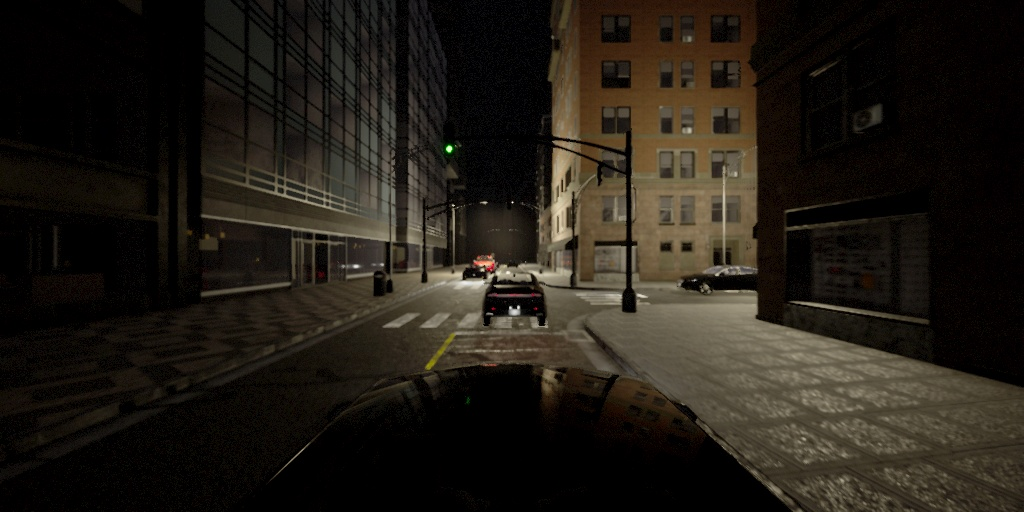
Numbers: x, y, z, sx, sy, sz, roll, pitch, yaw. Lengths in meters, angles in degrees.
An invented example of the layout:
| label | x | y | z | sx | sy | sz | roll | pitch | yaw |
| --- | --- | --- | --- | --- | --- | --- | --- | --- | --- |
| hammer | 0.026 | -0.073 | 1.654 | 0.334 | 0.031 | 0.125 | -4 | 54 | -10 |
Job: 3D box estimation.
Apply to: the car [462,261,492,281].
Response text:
| label | x | y | z | sx | sy | sz | roll | pitch | yaw |
| --- | --- | --- | --- | --- | --- | --- | --- | --- | --- |
| car | -3.104 | 1.370 | 31.106 | 1.994 | 1.385 | 4.181 | 0 | 0 | 0 |

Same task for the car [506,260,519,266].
| label | x | y | z | sx | sy | sz | roll | pitch | yaw |
| --- | --- | --- | --- | --- | --- | --- | --- | --- | --- |
| car | 0.086 | 1.388 | 61.978 | 1.812 | 1.442 | 4.674 | 0 | 0 | 0 |

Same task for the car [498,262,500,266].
| label | x | y | z | sx | sy | sz | roll | pitch | yaw |
| --- | --- | --- | --- | --- | --- | --- | --- | --- | --- |
| car | -3.105 | 1.366 | 50.420 | 1.812 | 1.442 | 4.674 | 0 | 0 | 0 |

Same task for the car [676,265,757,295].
| label | x | y | z | sx | sy | sz | roll | pitch | yaw |
| --- | --- | --- | --- | --- | --- | --- | --- | --- | --- |
| car | 11.326 | 1.244 | 19.022 | 4.902 | 1.511 | 2.128 | 0 | 0 | 0 |

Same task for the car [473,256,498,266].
| label | x | y | z | sx | sy | sz | roll | pitch | yaw |
| --- | --- | --- | --- | --- | --- | --- | --- | --- | --- |
| car | -3.099 | 1.044 | 40.526 | 2.150 | 2.045 | 5.566 | 0 | 0 | 0 |

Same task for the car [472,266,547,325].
| label | x | y | z | sx | sy | sz | roll | pitch | yaw |
| --- | --- | --- | --- | --- | --- | --- | --- | --- | --- |
| car | 0.080 | 1.263 | 11.861 | 2.128 | 1.511 | 4.902 | 0 | 0 | 0 |

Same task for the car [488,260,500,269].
| label | x | y | z | sx | sy | sz | roll | pitch | yaw |
| --- | --- | --- | --- | --- | --- | --- | --- | --- | --- |
| car | -3.046 | 1.386 | 60.709 | 1.812 | 1.442 | 4.674 | 0 | 0 | 0 |
